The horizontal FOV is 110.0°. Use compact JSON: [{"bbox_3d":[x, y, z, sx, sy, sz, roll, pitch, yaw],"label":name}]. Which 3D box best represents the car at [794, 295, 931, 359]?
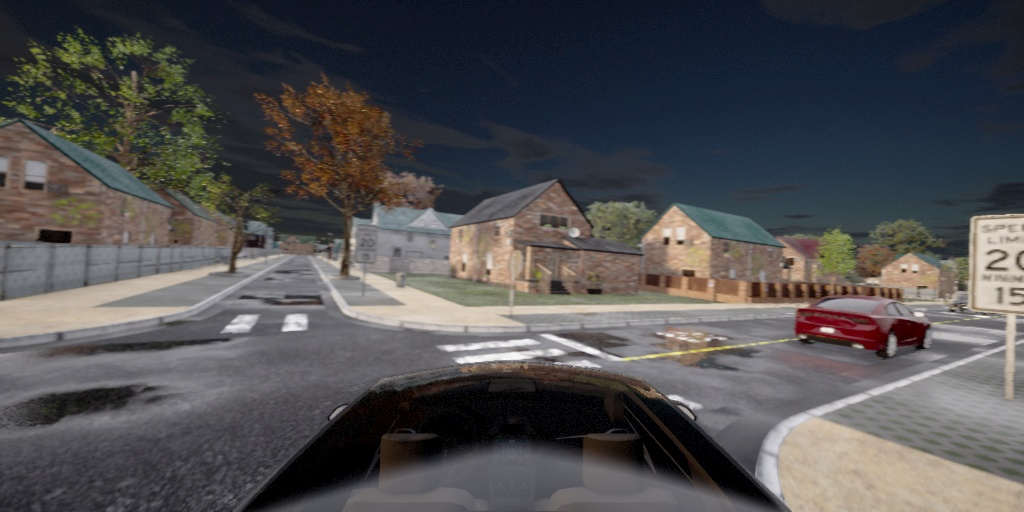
[{"bbox_3d":[10.374,1.922,10.552,5.008,1.535,1.882,4,-1,-29],"label":"car"}]

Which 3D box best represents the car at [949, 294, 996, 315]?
[{"bbox_3d":[36.579,3.794,28.428,4.892,1.490,1.837,4,-1,-29],"label":"car"}]
